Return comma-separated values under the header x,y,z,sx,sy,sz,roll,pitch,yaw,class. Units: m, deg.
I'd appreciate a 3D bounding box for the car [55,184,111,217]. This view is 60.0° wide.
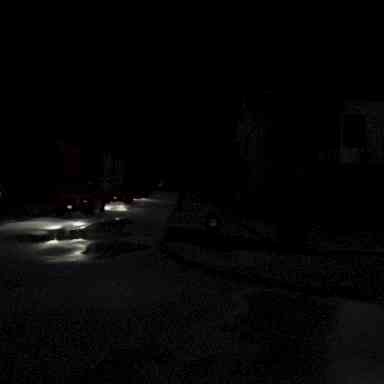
x,y,z,sx,sy,sz,roll,pitch,yaw,class
-7.517,0.492,23.068,2.150,2.045,5.566,1,1,-1,car

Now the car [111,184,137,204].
x,y,z,sx,sy,sz,roll,pitch,yaw,class
-7.735,0.180,36.095,2.150,2.045,5.566,1,1,-1,car

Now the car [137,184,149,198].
x,y,z,sx,sy,sz,roll,pitch,yaw,class
-7.913,-0.247,51.572,2.150,2.045,5.566,1,1,-1,car
